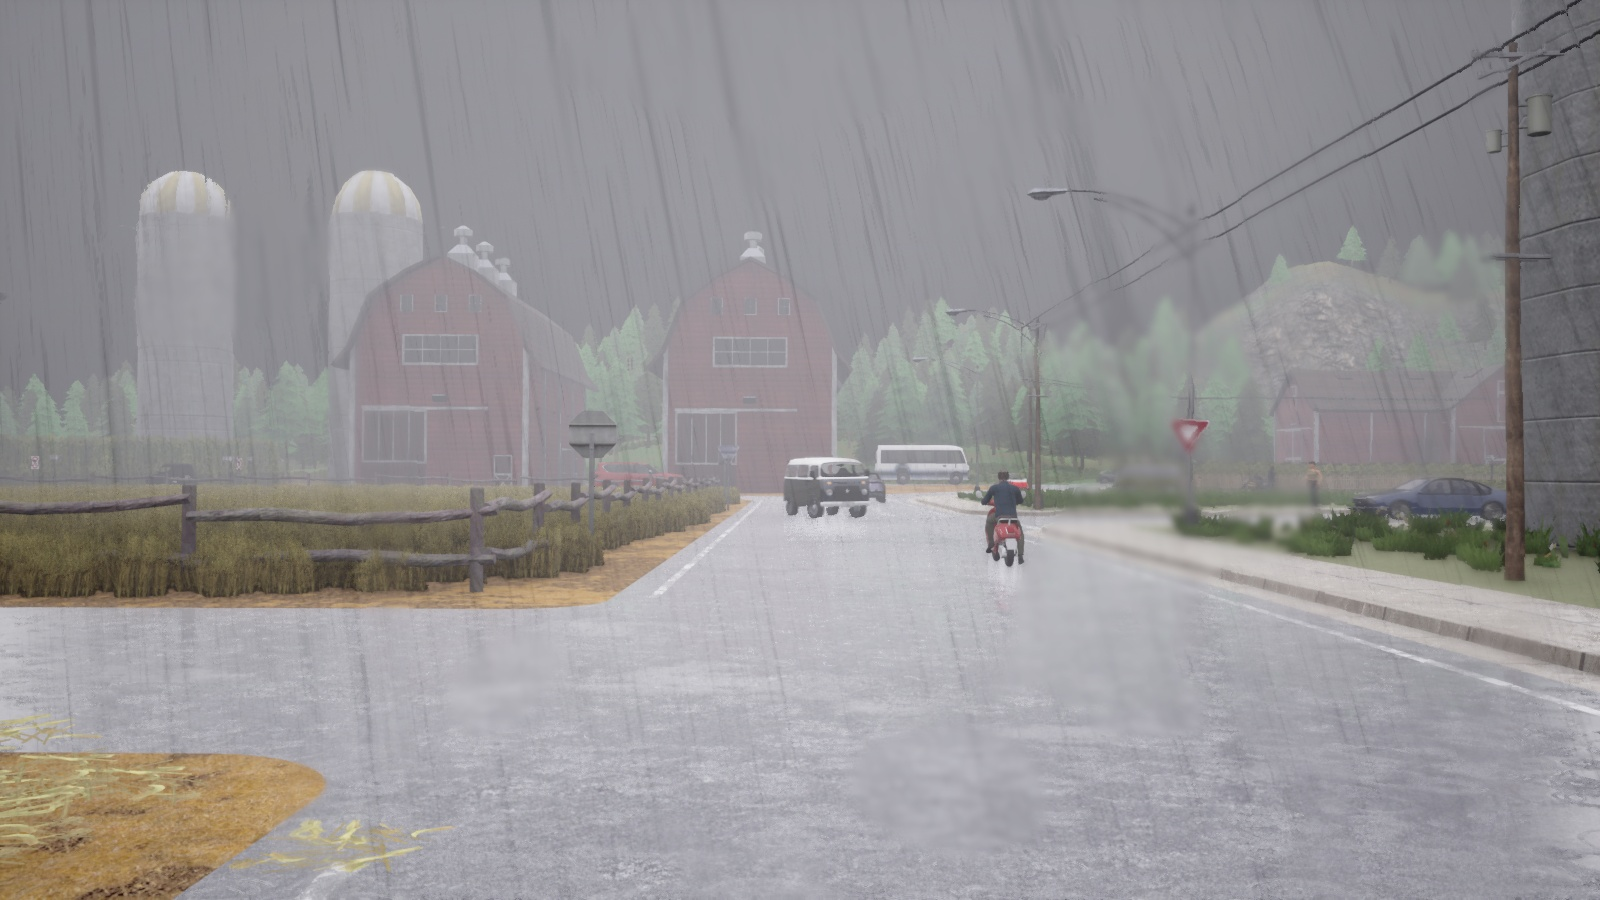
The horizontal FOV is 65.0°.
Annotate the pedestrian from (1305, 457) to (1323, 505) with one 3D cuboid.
[{"bbox_3d":[19.825,1.202,48.434,0.594,1.836,0.345,0,-1,-24],"label":"pedestrian"}]

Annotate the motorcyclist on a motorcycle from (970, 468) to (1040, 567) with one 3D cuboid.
[{"bbox_3d":[3.442,1.110,21.231,0.866,1.590,1.817,0,-1,0],"label":"motorcyclist on a motorcycle"}]

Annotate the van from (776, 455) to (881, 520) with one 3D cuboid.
[{"bbox_3d":[0.882,1.248,42.509,2.069,2.038,4.480,-1,-1,-19],"label":"van"}]

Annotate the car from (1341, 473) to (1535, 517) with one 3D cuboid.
[{"bbox_3d":[21.014,1.473,41.500,5.357,1.411,2.033,0,-1,-1],"label":"car"}]

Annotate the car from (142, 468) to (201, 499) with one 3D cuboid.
[{"bbox_3d":[-39.749,2.099,79.388,3.866,1.878,1.905,-1,-1,39],"label":"car"}]

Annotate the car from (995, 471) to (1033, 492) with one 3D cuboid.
[{"bbox_3d":[14.664,2.169,86.147,1.481,1.376,2.207,-1,-1,-33],"label":"car"}]

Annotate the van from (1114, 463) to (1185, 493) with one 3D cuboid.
[{"bbox_3d":[23.762,1.901,85.461,4.442,1.987,1.775,0,-1,6],"label":"van"}]

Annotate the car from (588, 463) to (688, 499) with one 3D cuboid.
[{"bbox_3d":[-9.502,1.809,73.865,5.566,2.045,2.150,0,-1,0],"label":"car"}]

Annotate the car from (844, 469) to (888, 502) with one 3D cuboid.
[{"bbox_3d":[3.338,1.805,64.208,2.033,1.649,4.856,0,-1,1],"label":"car"}]

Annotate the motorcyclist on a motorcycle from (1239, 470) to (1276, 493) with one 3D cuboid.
[{"bbox_3d":[31.035,2.153,85.214,2.191,1.530,0.866,0,-1,0],"label":"motorcyclist on a motorcycle"}]
